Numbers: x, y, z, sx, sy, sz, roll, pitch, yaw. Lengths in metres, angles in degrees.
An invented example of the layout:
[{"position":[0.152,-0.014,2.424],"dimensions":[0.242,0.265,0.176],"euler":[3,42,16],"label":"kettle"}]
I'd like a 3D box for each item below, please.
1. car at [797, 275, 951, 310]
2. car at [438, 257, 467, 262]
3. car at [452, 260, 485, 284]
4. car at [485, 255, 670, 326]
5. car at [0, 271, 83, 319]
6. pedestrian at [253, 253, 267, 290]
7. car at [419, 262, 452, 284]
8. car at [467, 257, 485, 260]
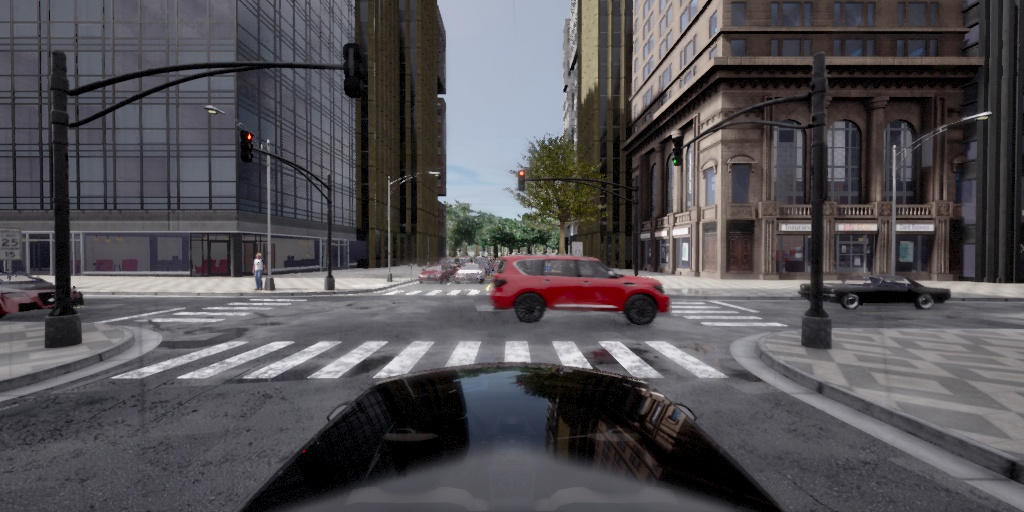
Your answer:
[{"position":[14.712,1.444,14.787],"dimensions":[4.718,1.301,1.895],"euler":[0,1,0],"label":"car"},{"position":[-5.758,1.035,32.618],"dimensions":[2.192,1.841,5.009],"euler":[0,0,0],"label":"car"},{"position":[-3.093,1.255,27.180],"dimensions":[1.812,1.442,4.674],"euler":[0,0,0],"label":"car"},{"position":[2.059,0.994,11.574],"dimensions":[5.566,2.045,2.150],"euler":[1,0,0],"label":"car"},{"position":[-16.747,1.198,11.543],"dimensions":[4.181,1.385,1.994],"euler":[1,1,-1],"label":"car"},{"position":[-12.520,0.742,17.767],"dimensions":[0.375,1.860,0.375],"euler":[0,0,0],"label":"pedestrian"},{"position":[-5.759,1.312,26.937],"dimensions":[1.802,1.307,4.207],"euler":[0,0,0],"label":"car"},{"position":[-3.093,1.067,36.060],"dimensions":[2.097,1.767,4.553],"euler":[0,0,0],"label":"car"}]
